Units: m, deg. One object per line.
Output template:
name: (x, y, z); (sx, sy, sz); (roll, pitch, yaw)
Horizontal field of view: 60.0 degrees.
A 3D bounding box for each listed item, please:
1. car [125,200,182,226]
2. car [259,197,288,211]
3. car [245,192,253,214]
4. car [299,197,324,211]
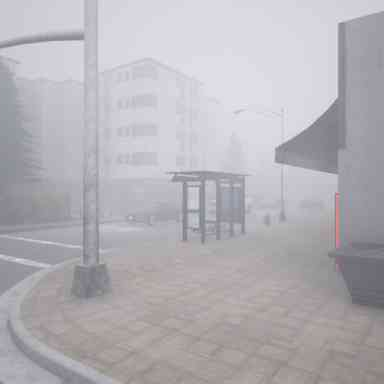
car: (-2.307, 1.328, 22.164); (1.837, 1.490, 4.892); (0, 0, 36)
car: (9.521, 1.301, 38.562); (1.882, 1.535, 5.008); (0, 0, 36)
car: (3.578, 1.045, 30.347); (2.150, 2.045, 5.566); (0, 0, 36)
car: (13.751, 1.329, 38.192); (1.837, 1.490, 4.892); (0, 0, 36)
